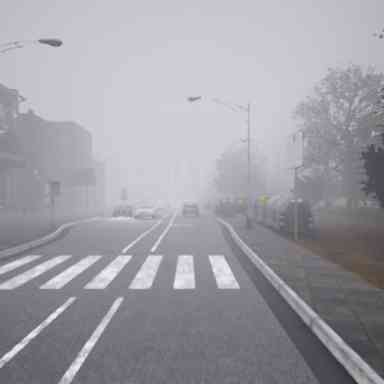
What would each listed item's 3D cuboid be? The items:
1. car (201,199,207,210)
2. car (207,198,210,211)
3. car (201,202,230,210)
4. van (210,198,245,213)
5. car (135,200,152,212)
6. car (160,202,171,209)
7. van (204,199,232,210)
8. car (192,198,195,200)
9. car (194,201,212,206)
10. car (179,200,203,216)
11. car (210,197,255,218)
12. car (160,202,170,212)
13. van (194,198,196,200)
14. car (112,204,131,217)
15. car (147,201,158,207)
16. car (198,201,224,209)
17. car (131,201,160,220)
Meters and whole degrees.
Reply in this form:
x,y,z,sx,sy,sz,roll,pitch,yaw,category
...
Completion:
x,y,z,sx,sy,sz,roll,pitch,yaw,category
4.722,1.971,49.151,5.566,2.045,2.435,1,-2,-22,car
5.037,1.675,37.292,5.566,2.045,2.435,1,-1,-22,car
4.347,2.523,60.982,4.792,1.488,2.163,1,-2,-22,car
4.890,1.926,46.229,4.442,1.987,1.878,1,-2,-22,van
-7.754,2.210,53.673,2.097,1.767,4.553,0,-1,-1,car
-5.340,2.676,67.409,2.033,1.411,5.357,0,-1,-2,car
4.520,2.204,58.064,4.442,1.987,1.878,1,-2,-22,van
3.331,2.956,84.709,5.008,1.535,2.097,1,-1,-23,car
2.968,3.096,90.637,4.674,1.452,2.002,1,-1,-24,car
-0.209,1.988,39.297,2.128,1.511,4.902,0,-1,-2,car
5.175,1.601,34.368,5.566,2.045,2.435,1,-2,-22,car
-4.905,2.317,51.674,1.812,1.442,4.674,0,-1,-1,car
3.608,2.680,81.797,4.442,1.987,1.878,1,-1,-23,van
-7.239,1.979,35.893,1.994,1.385,4.181,0,-1,-2,car
-8.224,2.516,69.742,1.895,1.301,4.718,0,-1,-2,car
4.038,2.681,69.869,4.892,1.521,2.231,1,-1,-22,car
-4.310,1.830,31.593,1.812,1.442,4.674,0,-1,-2,car
